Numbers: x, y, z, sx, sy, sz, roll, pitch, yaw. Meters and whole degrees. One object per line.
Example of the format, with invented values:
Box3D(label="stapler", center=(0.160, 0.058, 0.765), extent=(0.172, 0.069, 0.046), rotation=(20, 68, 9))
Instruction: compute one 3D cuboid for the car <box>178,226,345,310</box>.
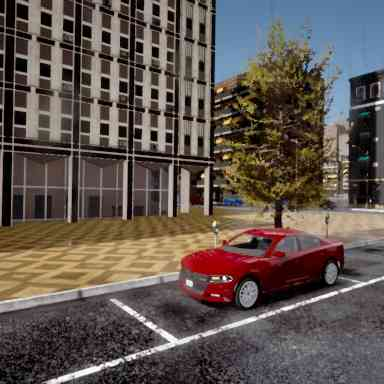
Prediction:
Box3D(label="car", center=(1.780, 1.547, 7.834), extent=(4.507, 1.381, 1.887), rotation=(0, 1, -36))

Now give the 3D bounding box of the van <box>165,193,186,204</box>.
Box3D(label="van", center=(-2.952, 1.142, 57.489), extent=(1.690, 1.788, 3.998), rotation=(2, -1, -36))

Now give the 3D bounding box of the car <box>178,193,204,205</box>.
Box3D(label="car", center=(0.343, 1.130, 52.923), extent=(2.192, 1.841, 5.009), rotation=(2, -1, -36))

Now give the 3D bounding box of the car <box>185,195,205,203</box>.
Box3D(label="car", center=(0.546, 1.385, 66.958), extent=(1.967, 1.590, 4.097), rotation=(1, -1, -36))

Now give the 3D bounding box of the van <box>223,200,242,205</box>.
Box3D(label="van", center=(7.137, 1.314, 57.825), extent=(1.690, 1.788, 3.998), rotation=(2, -1, -36))

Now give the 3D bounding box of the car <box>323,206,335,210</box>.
Box3D(label="car", center=(17.016, 1.585, 44.123), extent=(1.947, 1.339, 4.313), rotation=(2, -1, -36))
